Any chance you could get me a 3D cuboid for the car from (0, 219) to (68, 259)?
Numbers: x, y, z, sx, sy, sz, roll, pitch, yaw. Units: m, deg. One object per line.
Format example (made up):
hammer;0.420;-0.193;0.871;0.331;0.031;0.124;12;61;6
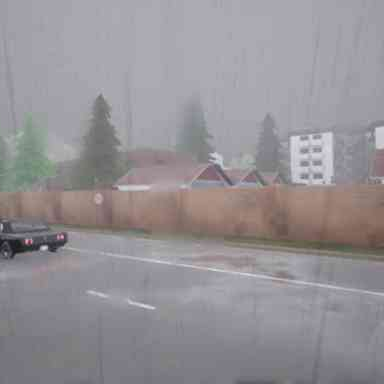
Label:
car;-7.110;1.748;13.251;4.718;1.301;1.895;-1;0;36
